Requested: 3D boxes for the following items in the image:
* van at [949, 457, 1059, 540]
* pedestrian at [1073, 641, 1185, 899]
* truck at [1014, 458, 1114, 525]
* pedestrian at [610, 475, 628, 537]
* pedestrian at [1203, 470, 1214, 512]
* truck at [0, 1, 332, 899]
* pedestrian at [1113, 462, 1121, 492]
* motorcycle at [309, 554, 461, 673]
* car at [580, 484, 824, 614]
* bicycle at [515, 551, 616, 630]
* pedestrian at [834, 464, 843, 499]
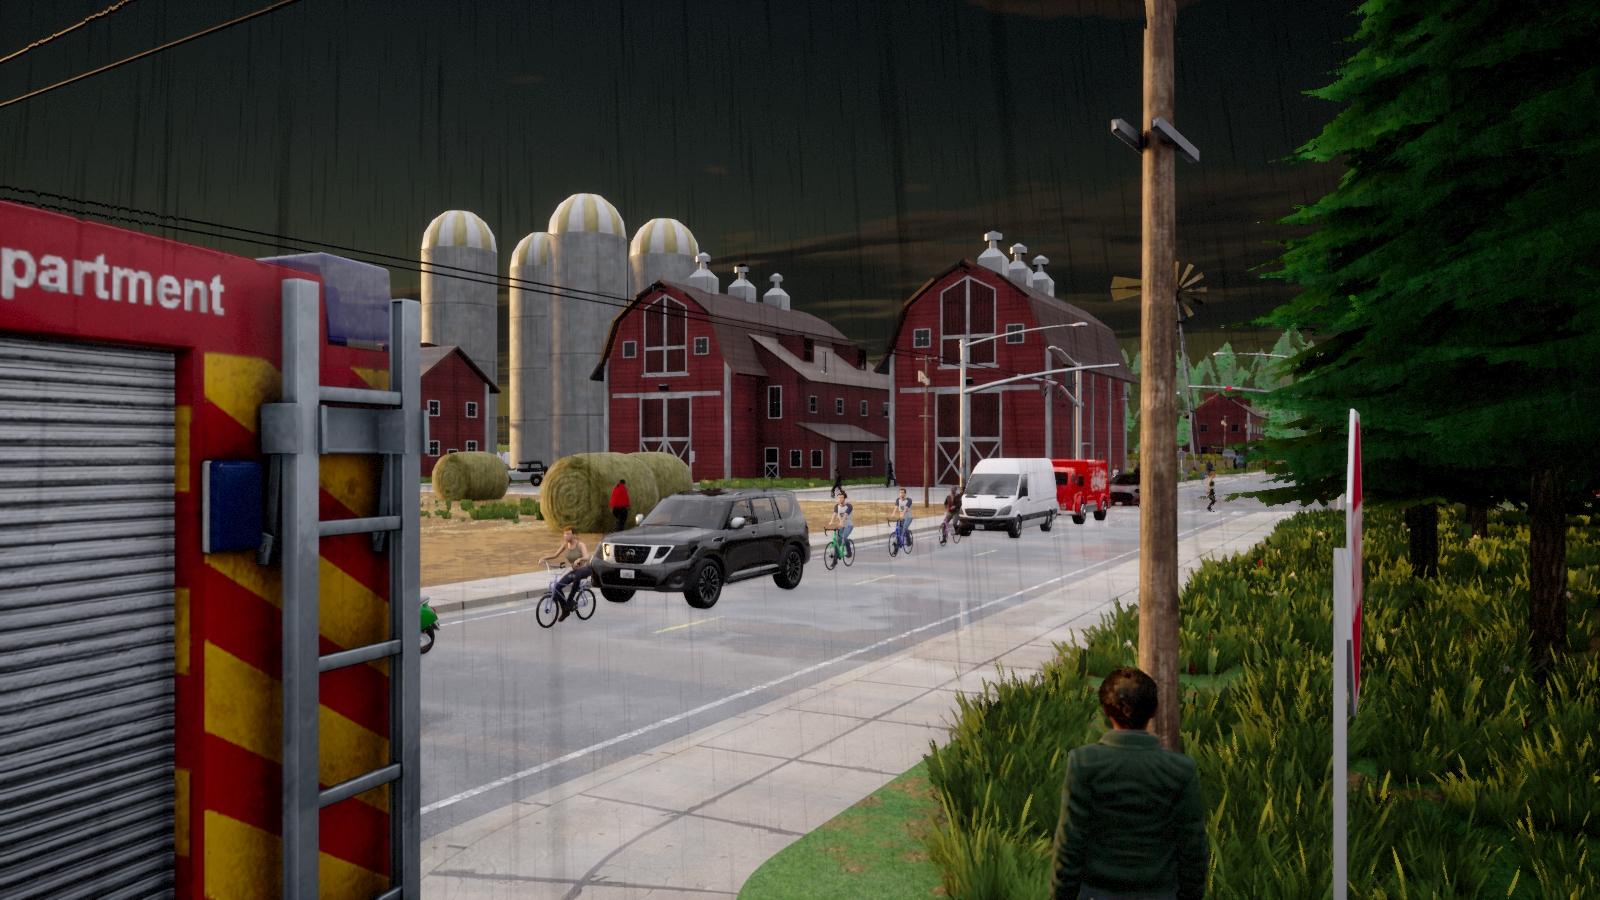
[{"bbox_3d":[7.070,1.534,38.951,1.988,2.561,5.915,0,0,28],"label":"van"},{"bbox_3d":[1.188,1.663,4.159,0.375,1.860,0.375,0,0,14],"label":"pedestrian"},{"bbox_3d":[10.562,1.568,45.376,2.627,2.467,5.204,0,0,28],"label":"truck"},{"bbox_3d":[-5.472,1.680,34.538,0.375,1.860,0.375,0,0,33],"label":"pedestrian"},{"bbox_3d":[18.335,1.841,51.289,0.375,1.860,0.375,0,0,29],"label":"pedestrian"},{"bbox_3d":[-5.987,0.867,3.780,8.468,3.827,2.891,0,0,20],"label":"truck"},{"bbox_3d":[19.690,1.694,70.969,0.375,1.860,0.375,0,0,30],"label":"pedestrian"},{"bbox_3d":[-5.525,2.142,15.317,0.856,1.316,1.805,0,0,28],"label":"motorcycle"},{"bbox_3d":[-1.718,1.779,22.435,2.150,2.045,5.566,0,0,27],"label":"car"},{"bbox_3d":[-3.789,2.256,18.588,0.859,1.080,1.487,0,0,28],"label":"bicycle"},{"bbox_3d":[2.061,1.669,61.169,0.375,1.860,0.375,0,0,27],"label":"pedestrian"}]
